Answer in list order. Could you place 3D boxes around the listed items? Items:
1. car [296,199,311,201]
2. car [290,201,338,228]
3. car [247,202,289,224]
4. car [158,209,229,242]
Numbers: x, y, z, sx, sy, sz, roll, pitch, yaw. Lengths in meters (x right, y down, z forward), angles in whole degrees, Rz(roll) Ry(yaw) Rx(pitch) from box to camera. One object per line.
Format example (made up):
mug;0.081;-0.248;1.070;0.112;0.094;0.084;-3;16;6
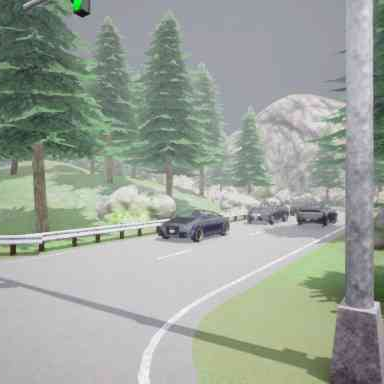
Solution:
car;11.212;1.524;33.548;1.837;1.490;4.892;0;0;27
car;8.599;1.565;22.705;2.128;1.511;4.902;0;-1;34
car;5.741;1.509;24.918;2.128;1.511;4.902;0;0;34
car;0.205;1.580;16.657;1.994;1.385;4.181;0;0;34
